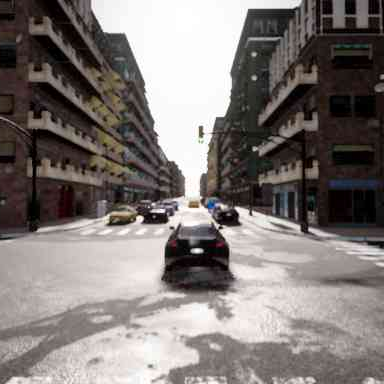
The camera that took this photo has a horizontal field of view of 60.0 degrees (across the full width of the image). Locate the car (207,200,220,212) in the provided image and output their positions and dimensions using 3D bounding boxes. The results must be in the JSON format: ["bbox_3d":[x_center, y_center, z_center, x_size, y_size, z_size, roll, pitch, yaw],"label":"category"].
[{"bbox_3d":[2.844,1.804,32.999,2.008,1.369,4.403,1,0,0],"label":"car"}]

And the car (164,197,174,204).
[{"bbox_3d":[-5.350,2.061,78.173,1.967,1.590,4.097,1,0,0],"label":"car"}]

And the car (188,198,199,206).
[{"bbox_3d":[0.284,2.038,67.901,2.128,1.511,4.902,0,0,0],"label":"car"}]

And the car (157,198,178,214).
[{"bbox_3d":[-2.938,1.770,37.087,1.882,1.535,5.008,0,0,0],"label":"car"}]

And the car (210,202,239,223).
[{"bbox_3d":[2.821,1.775,27.356,1.947,1.339,4.313,1,0,0],"label":"car"}]

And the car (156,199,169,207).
[{"bbox_3d":[-5.420,2.030,61.245,1.887,1.381,4.507,1,0,0],"label":"car"}]

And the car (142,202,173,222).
[{"bbox_3d":[-2.977,1.788,28.370,1.994,1.385,4.181,0,0,0],"label":"car"}]

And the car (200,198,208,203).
[{"bbox_3d":[3.074,2.251,89.422,2.008,1.369,4.403,1,0,0],"label":"car"}]

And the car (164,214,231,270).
[{"bbox_3d":[0.154,1.653,11.414,1.994,1.385,4.181,0,0,0],"label":"car"}]

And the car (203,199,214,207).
[{"bbox_3d":[2.959,2.057,61.210,1.802,1.307,4.206,1,0,0],"label":"car"}]

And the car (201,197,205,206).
[{"bbox_3d":[2.938,1.957,55.738,1.752,1.417,4.829,1,0,0],"label":"car"}]

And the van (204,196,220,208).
[{"bbox_3d":[2.894,1.683,44.284,1.690,1.788,3.998,1,0,0],"label":"van"}]

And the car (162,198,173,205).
[{"bbox_3d":[-5.374,2.126,72.529,2.008,1.369,4.403,1,0,0],"label":"car"}]

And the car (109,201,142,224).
[{"bbox_3d":[-5.559,1.744,27.220,1.752,1.417,4.829,1,0,0],"label":"car"}]

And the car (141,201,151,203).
[{"bbox_3d":[-5.511,1.748,38.676,1.967,1.590,4.097,1,0,0],"label":"car"}]

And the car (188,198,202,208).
[{"bbox_3d":[0.342,1.928,57.628,1.882,1.535,5.008,0,0,0],"label":"car"}]
